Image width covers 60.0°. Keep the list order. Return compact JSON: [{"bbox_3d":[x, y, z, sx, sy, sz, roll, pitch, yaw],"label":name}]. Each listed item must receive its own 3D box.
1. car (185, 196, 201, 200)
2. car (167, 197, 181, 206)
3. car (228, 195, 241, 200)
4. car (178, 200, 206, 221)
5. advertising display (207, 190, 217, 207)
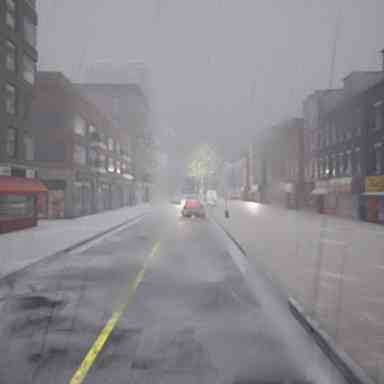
[{"bbox_3d":[0.111,1.298,44.463,2.097,1.767,4.553,0,0,0],"label":"car"},{"bbox_3d":[-2.806,1.502,53.033,1.994,1.385,4.181,0,0,0],"label":"car"},{"bbox_3d":[10.944,1.417,88.174,4.097,1.590,1.967,0,0,0],"label":"car"},{"bbox_3d":[0.106,1.568,27.149,1.895,1.301,4.718,0,0,0],"label":"car"},{"bbox_3d":[3.017,0.965,50.202,1.540,2.440,0.280,0,0,0],"label":"advertising display"}]
